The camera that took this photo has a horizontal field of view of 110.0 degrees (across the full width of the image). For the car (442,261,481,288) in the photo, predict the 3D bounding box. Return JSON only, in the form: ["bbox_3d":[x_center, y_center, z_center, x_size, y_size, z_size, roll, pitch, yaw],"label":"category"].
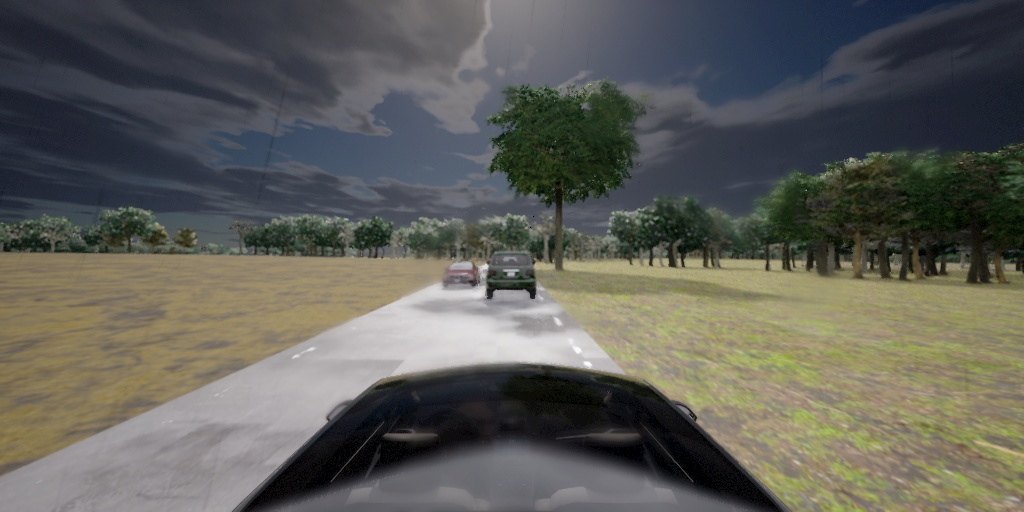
[{"bbox_3d":[-2.905,1.042,21.311,1.812,1.442,4.674,0,1,0],"label":"car"}]

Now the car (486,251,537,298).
[{"bbox_3d":[-0.040,0.772,17.108,2.150,2.045,5.566,0,1,0],"label":"car"}]
